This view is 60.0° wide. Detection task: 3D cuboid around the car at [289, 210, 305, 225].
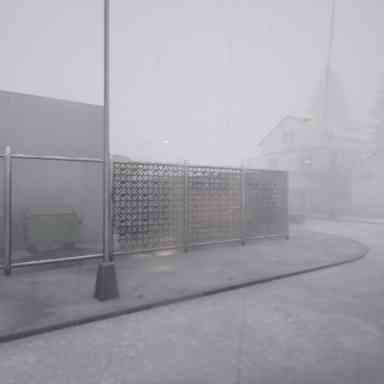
[{"bbox_3d":[5.558,1.488,23.420,1.882,1.535,5.008,0,0,-35],"label":"car"}]
